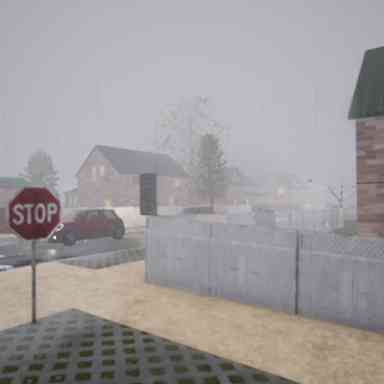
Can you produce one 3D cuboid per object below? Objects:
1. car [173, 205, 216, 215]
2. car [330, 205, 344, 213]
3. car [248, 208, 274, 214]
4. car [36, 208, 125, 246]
[{"bbox_3d":[0.080,1.877,25.132,2.097,1.767,4.553,-1,-2,35],"label":"car"},{"bbox_3d":[22.974,2.794,52.286,1.837,1.490,4.892,-1,-2,35],"label":"car"},{"bbox_3d":[7.429,2.377,35.465,1.994,1.385,4.181,-1,-2,35],"label":"car"},{"bbox_3d":[-5.627,1.653,17.042,2.097,1.767,4.553,-1,-2,34],"label":"car"}]
